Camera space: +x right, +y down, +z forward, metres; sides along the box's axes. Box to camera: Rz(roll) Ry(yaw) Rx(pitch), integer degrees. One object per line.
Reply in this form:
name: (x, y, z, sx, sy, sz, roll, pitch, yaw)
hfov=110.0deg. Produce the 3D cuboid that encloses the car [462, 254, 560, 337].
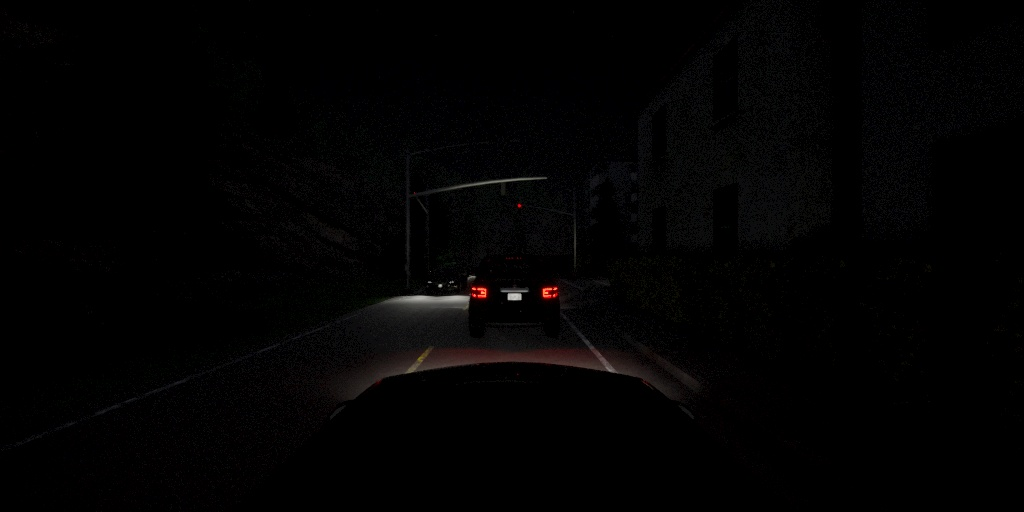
car: (0.063, 0.971, 10.403, 2.150, 2.045, 5.566, 0, 0, 0)

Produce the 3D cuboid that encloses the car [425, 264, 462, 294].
car: (-3.636, 1.254, 20.540, 1.837, 1.490, 4.892, 0, 0, 0)

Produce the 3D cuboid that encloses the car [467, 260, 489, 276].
car: (-3.619, 1.228, 38.677, 1.882, 1.535, 5.008, 0, 0, 0)

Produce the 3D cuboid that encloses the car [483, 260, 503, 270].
car: (-2.868, 1.351, 54.294, 1.895, 1.301, 4.718, 0, 0, 11)
